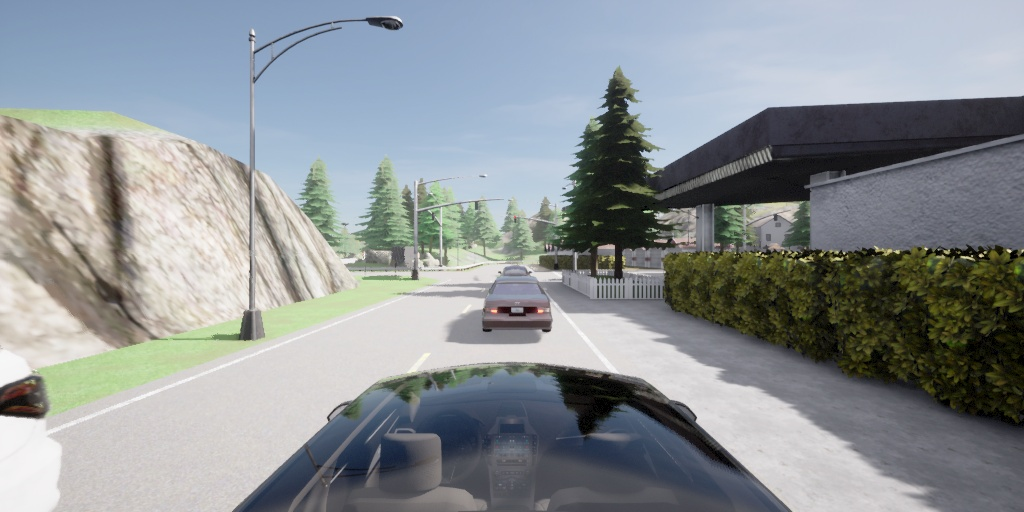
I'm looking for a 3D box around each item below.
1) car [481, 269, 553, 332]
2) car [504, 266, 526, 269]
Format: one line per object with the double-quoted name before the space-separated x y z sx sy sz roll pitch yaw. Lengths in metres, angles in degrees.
"car" 0.135 1.297 10.801 2.033 1.411 5.357 0 0 0
"car" 0.180 1.276 20.387 1.812 1.442 4.674 0 0 0
